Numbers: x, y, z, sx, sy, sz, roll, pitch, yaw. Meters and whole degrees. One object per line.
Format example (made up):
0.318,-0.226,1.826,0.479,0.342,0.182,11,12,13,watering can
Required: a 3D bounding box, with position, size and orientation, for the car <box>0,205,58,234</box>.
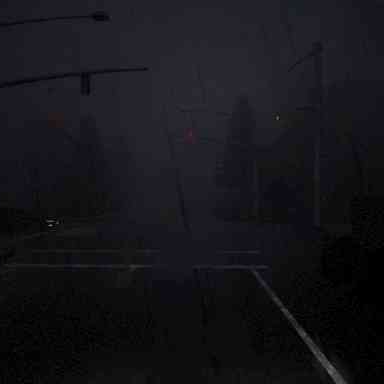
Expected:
-10.012,1.505,18.392,4.892,1.490,1.837,0,1,-11,car
